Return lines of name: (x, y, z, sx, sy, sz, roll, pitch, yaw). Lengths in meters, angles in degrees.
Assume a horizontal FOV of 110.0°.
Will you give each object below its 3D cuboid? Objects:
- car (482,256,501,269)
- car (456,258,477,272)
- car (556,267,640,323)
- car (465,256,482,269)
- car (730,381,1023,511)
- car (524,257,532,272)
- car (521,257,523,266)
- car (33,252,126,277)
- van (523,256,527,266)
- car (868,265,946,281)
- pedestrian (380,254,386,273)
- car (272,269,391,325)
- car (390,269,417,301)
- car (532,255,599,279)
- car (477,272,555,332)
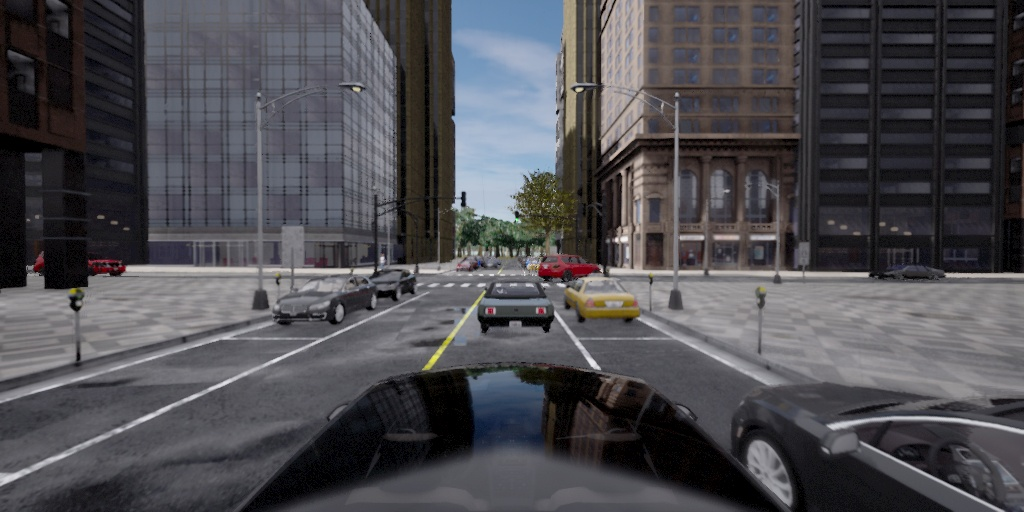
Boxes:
car: (-3.092, 1.126, 52.038, 2.128, 1.511, 4.902, 0, 0, 0)
car: (-5.772, 1.244, 43.989, 1.802, 1.307, 4.207, 0, 0, 0)
car: (2.760, 1.262, 11.985, 1.751, 1.417, 4.829, 0, 0, 0)
car: (-5.773, 0.958, 49.670, 2.192, 1.841, 5.009, 0, 0, 0)
car: (2.762, 1.301, 1.409, 2.007, 1.370, 4.403, 0, 0, 0)
car: (2.754, 1.187, 44.170, 1.751, 1.417, 4.829, 0, 0, 0)
car: (2.751, 1.190, 55.360, 1.948, 1.339, 4.313, 0, 0, 0)
car: (-34.315, 0.650, 28.538, 5.566, 2.045, 2.150, 1, 1, 0)
van: (2.752, 0.984, 49.680, 1.690, 1.789, 3.998, 0, 0, 0)
car: (35.096, 1.467, 31.878, 5.357, 1.411, 2.033, 0, 1, 0)
pedestrian: (-12.529, 0.689, 34.814, 0.375, 1.860, 0.375, 0, 0, 0)
car: (-5.765, 1.287, 11.639, 2.007, 1.370, 4.403, 0, 0, 0)
car: (-5.767, 1.293, 17.018, 1.948, 1.339, 4.313, 0, 0, 0)
car: (4.551, 0.977, 27.697, 5.566, 2.045, 2.150, 1, -2, -39)
car: (0.091, 1.339, 10.812, 1.895, 1.301, 4.718, 0, 0, 0)
